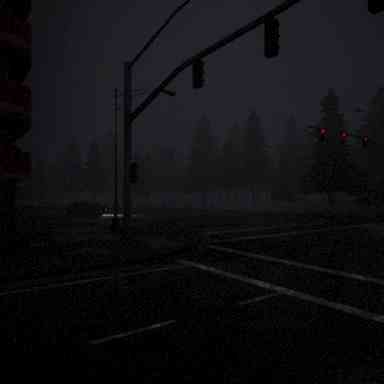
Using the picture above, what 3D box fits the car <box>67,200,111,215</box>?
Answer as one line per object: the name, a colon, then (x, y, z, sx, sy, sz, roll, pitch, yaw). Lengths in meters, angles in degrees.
car: (-10.123, 1.520, 32.655, 4.181, 1.385, 1.994, 0, 0, 20)
